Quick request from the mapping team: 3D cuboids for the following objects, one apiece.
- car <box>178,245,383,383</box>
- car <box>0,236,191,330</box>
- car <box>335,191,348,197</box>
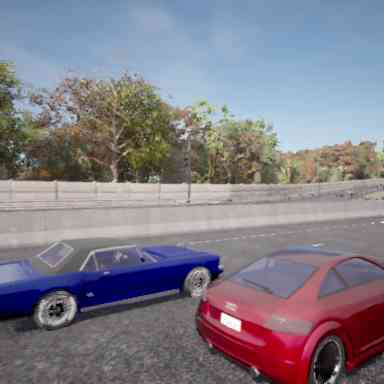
[{"bbox_3d":[2.108,1.564,5.252,4.181,1.385,1.994,0,0,-35],"label":"car"},{"bbox_3d":[-1.608,1.601,6.902,4.718,1.301,1.895,0,0,-35],"label":"car"},{"bbox_3d":[38.650,0.566,86.860,1.837,1.490,4.892,0,1,32],"label":"car"}]
